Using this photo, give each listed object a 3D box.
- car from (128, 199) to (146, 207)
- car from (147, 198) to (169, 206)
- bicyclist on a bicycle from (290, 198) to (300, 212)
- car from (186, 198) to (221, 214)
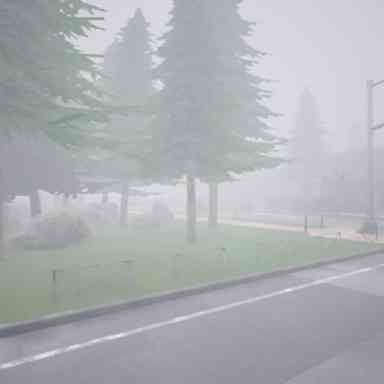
[{"bbox_3d":[-9.837,1.606,56.248,1.882,1.535,5.008,0,0,-25],"label":"car"},{"bbox_3d":[-5.466,1.601,55.604,1.882,1.535,5.008,0,0,-26],"label":"car"},{"bbox_3d":[11.193,1.422,36.186,1.656,1.620,0.582,0,0,-35],"label":"bicyclist on a bicycle"},{"bbox_3d":[1.237,1.482,37.435,2.097,1.767,4.553,0,0,-34],"label":"car"}]
